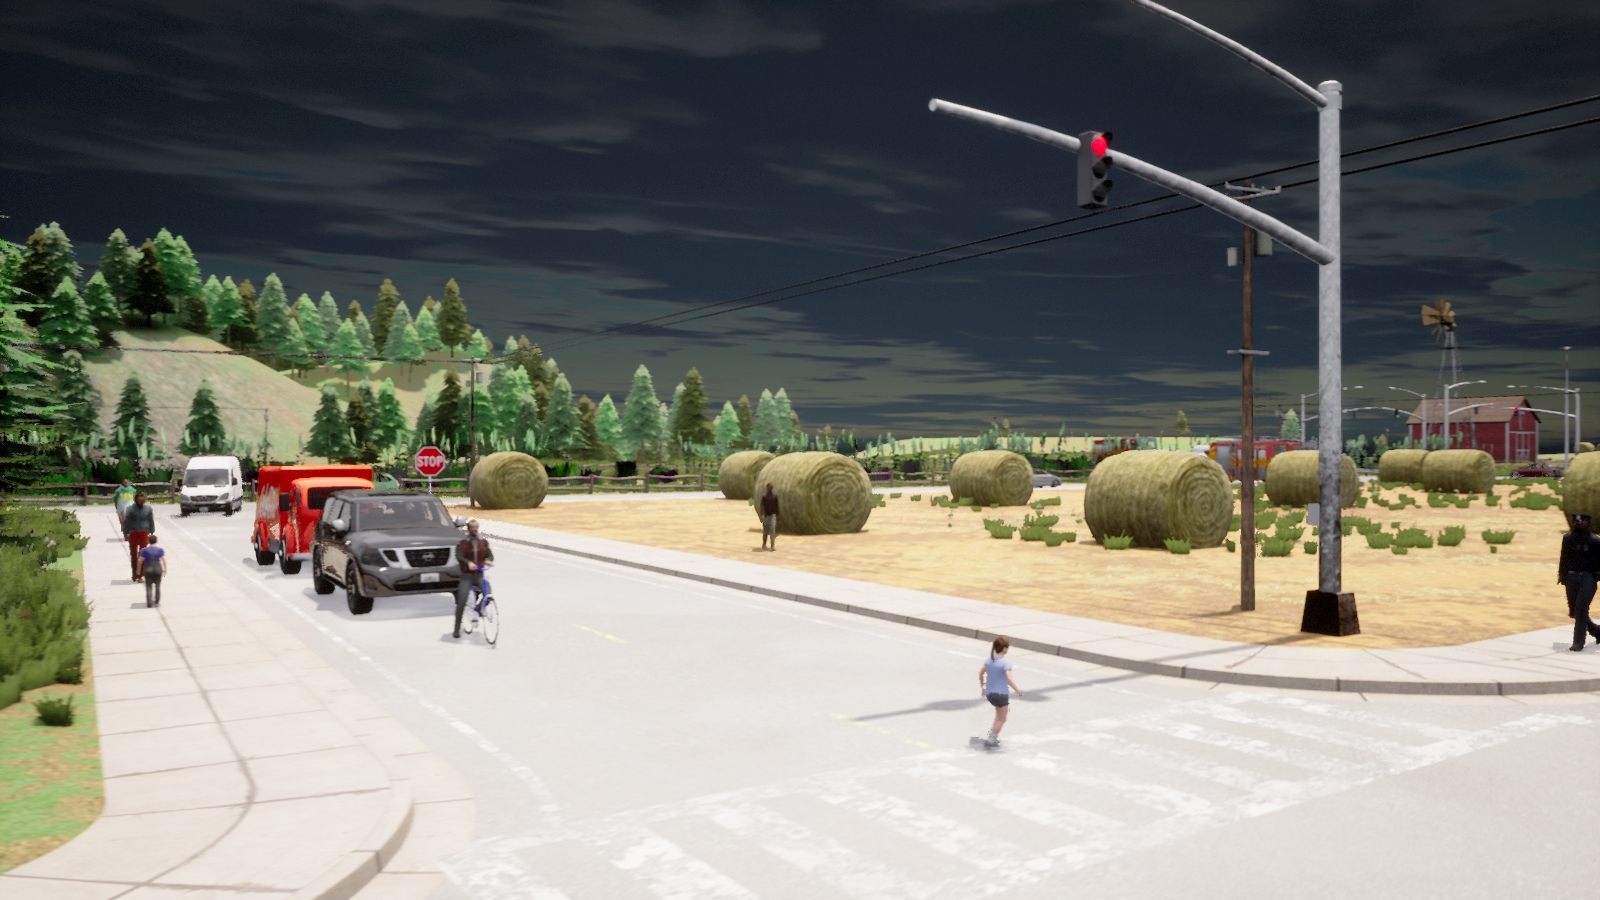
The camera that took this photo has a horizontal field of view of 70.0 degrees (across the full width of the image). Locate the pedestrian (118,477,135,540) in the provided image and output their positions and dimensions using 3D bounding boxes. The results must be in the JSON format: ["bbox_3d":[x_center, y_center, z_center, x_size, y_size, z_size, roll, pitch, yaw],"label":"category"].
[{"bbox_3d":[-19.903,1.722,33.765,0.375,1.860,0.375,0,0,-40],"label":"pedestrian"}]

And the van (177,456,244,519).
[{"bbox_3d":[-25.913,1.566,50.384,1.988,2.561,5.915,-1,0,-21],"label":"van"}]

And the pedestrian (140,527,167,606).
[{"bbox_3d":[-11.056,1.988,19.546,0.375,1.300,0.375,0,0,-33],"label":"pedestrian"}]

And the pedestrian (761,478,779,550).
[{"bbox_3d":[-0.788,1.674,29.881,0.375,1.860,0.375,0,0,-19],"label":"pedestrian"}]

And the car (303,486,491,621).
[{"bbox_3d":[-7.787,1.787,21.674,2.150,2.045,5.566,0,0,-33],"label":"car"}]

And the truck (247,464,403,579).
[{"bbox_3d":[-11.638,1.585,27.761,2.627,2.467,5.204,0,0,-33],"label":"truck"}]

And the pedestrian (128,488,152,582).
[{"bbox_3d":[-13.327,1.713,23.057,0.375,1.860,0.375,0,0,-37],"label":"pedestrian"}]

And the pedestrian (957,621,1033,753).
[{"bbox_3d":[1.838,2.218,10.795,0.500,1.100,0.500,0,0,-33],"label":"pedestrian"}]

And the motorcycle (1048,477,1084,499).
[{"bbox_3d":[15.117,2.140,64.876,2.033,1.199,0.803,0,0,-33],"label":"motorcycle"}]

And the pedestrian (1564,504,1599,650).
[{"bbox_3d":[10.287,1.645,14.936,0.375,1.860,0.375,0,0,-33],"label":"pedestrian"}]

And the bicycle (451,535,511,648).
[{"bbox_3d":[-4.767,2.063,17.020,0.329,1.471,1.835,0,0,-33],"label":"bicycle"}]
